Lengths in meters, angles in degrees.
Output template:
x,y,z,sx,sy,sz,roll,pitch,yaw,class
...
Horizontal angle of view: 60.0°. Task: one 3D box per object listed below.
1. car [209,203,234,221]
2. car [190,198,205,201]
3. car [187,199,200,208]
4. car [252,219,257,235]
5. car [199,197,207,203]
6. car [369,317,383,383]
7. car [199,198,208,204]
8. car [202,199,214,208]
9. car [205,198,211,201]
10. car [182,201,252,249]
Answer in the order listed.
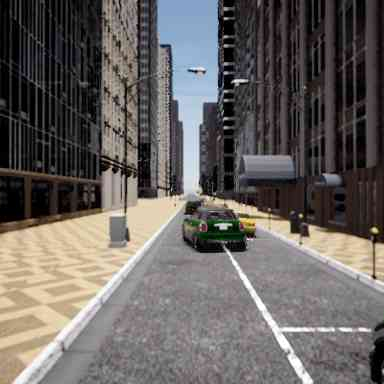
x,y,z,sx,sy,sz,roll,pitch,yaw,class
2.648,1.762,30.364,1.887,1.381,4.507,0,0,0,car
0.204,1.749,38.147,1.882,1.535,5.008,0,0,0,car
0.253,1.956,55.577,1.994,1.385,4.181,0,0,0,car
2.617,1.665,19.432,1.752,1.417,4.829,0,0,0,car
2.803,2.119,86.047,1.752,1.417,4.829,0,0,0,car
2.992,1.367,1.815,2.097,1.767,4.553,0,0,0,car
2.788,2.102,80.325,1.887,1.381,4.507,0,0,0,car
2.726,1.960,58.120,2.008,1.369,4.403,0,0,0,car
2.711,1.898,52.739,1.752,1.417,4.829,0,0,0,car
0.853,1.462,15.300,2.097,1.767,4.553,0,0,-11,car
